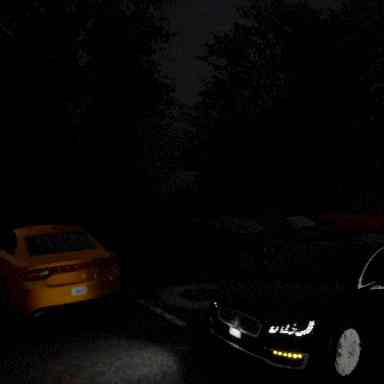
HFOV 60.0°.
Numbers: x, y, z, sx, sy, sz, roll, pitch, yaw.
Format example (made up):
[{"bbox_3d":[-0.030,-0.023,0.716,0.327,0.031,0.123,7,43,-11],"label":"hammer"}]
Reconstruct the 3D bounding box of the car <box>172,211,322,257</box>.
[{"bbox_3d":[1.245,1.433,10.698,2.097,1.535,5.008,0,0,-35],"label":"car"}]

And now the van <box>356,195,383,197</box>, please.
[{"bbox_3d":[10.245,1.180,17.255,1.878,1.987,4.442,0,0,-36],"label":"van"}]

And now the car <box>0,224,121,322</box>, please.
[{"bbox_3d":[-3.284,1.467,7.458,2.097,1.535,5.008,-1,0,-35],"label":"car"}]

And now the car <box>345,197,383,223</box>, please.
[{"bbox_3d":[8.068,1.283,15.520,2.185,1.767,4.553,0,0,-36],"label":"car"}]

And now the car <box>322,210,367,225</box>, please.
[{"bbox_3d":[3.516,1.463,12.313,2.002,1.452,4.674,0,0,-35],"label":"car"}]

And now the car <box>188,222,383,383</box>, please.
[{"bbox_3d":[2.502,1.472,5.468,4.892,1.490,1.837,0,0,-35],"label":"car"}]
